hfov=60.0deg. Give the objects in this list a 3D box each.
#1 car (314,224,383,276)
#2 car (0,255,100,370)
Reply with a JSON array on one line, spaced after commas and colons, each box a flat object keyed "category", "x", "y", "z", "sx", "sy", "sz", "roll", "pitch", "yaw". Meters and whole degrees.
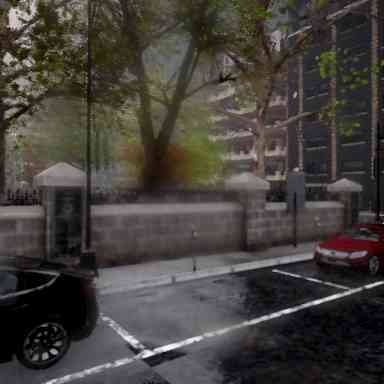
[{"category": "car", "x": 5.663, "y": 1.687, "z": 10.595, "sx": 4.206, "sy": 1.307, "sz": 1.802, "roll": 1, "pitch": -1, "yaw": -35}, {"category": "car", "x": -3.352, "y": 1.562, "z": 4.172, "sx": 4.313, "sy": 1.339, "sz": 1.947, "roll": 1, "pitch": -1, "yaw": -35}]
